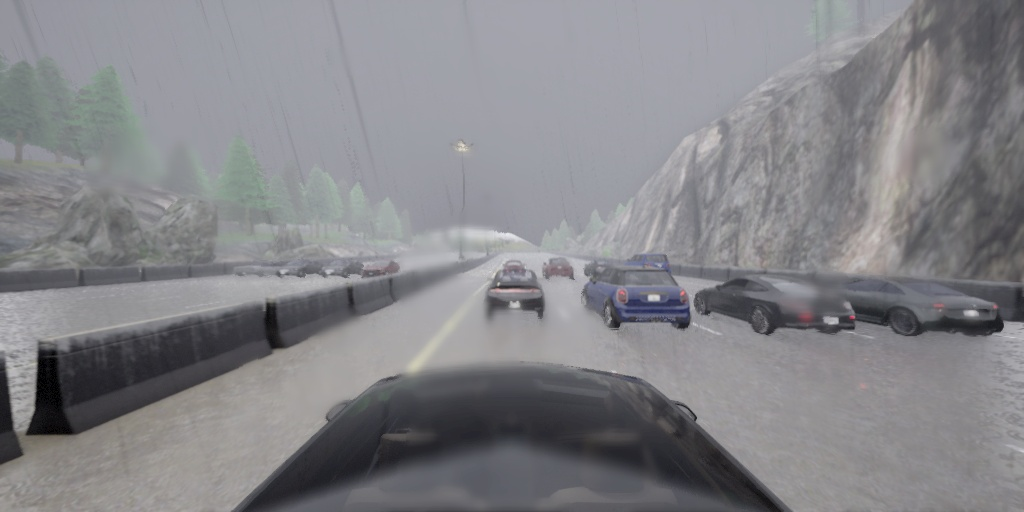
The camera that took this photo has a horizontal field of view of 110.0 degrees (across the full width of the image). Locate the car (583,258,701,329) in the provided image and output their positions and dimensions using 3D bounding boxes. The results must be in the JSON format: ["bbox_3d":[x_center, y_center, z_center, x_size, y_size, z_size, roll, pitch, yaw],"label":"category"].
[{"bbox_3d":[3.615,1.074,11.246,2.097,1.767,4.553,0,0,0],"label":"car"}]

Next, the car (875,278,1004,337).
[{"bbox_3d":[10.613,1.302,10.278,1.994,1.385,4.181,0,0,0],"label":"car"}]

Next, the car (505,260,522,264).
[{"bbox_3d":[0.155,1.077,30.521,1.812,1.442,4.674,0,1,0],"label":"car"}]

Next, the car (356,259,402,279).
[{"bbox_3d":[-10.495,1.028,29.205,1.882,1.535,5.008,0,0,1],"label":"car"}]

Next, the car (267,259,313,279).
[{"bbox_3d":[-17.489,1.024,29.896,2.128,1.511,4.902,0,1,1],"label":"car"}]

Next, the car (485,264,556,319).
[{"bbox_3d":[0.118,1.201,12.587,2.128,1.511,4.902,0,0,0],"label":"car"}]

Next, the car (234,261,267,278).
[{"bbox_3d":[-20.983,1.122,30.437,1.895,1.301,4.718,0,1,1],"label":"car"}]

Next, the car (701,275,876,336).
[{"bbox_3d":[7.113,1.258,10.281,1.812,1.442,4.674,0,0,0],"label":"car"}]

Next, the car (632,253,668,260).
[{"bbox_3d":[10.652,0.809,28.653,2.150,2.045,5.566,0,1,0],"label":"car"}]

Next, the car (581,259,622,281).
[{"bbox_3d":[7.152,1.066,29.343,2.128,1.511,4.902,0,1,0],"label":"car"}]

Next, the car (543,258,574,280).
[{"bbox_3d":[3.652,0.924,29.062,2.097,1.767,4.553,0,1,0],"label":"car"}]

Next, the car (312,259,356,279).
[{"bbox_3d":[-13.989,1.030,29.874,2.128,1.511,4.902,0,1,1],"label":"car"}]
